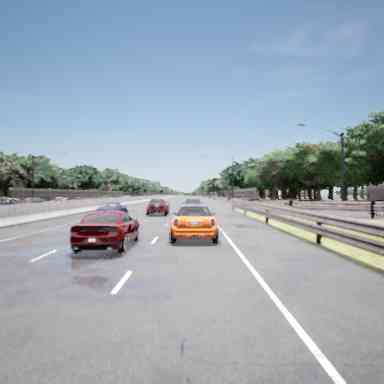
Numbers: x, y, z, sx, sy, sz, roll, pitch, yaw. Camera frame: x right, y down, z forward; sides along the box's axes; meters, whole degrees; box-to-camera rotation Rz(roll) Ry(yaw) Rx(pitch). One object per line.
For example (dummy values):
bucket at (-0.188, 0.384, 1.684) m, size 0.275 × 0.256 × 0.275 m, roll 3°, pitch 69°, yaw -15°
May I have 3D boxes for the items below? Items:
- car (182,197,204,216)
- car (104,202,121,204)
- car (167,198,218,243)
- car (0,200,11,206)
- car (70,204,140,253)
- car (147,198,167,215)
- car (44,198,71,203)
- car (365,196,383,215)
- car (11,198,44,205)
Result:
car at (0.104, 1.413, 34.369) m, size 2.097 × 1.767 × 4.553 m, roll 0°, pitch 0°, yaw 0°
car at (-6.897, 1.592, 28.926) m, size 2.033 × 1.411 × 5.357 m, roll 0°, pitch 0°, yaw 0°
car at (0.102, 1.370, 16.274) m, size 2.097 × 1.767 × 4.553 m, roll 0°, pitch 0°, yaw 0°
car at (-24.510, 1.697, 43.310) m, size 1.895 × 1.301 × 4.718 m, roll 0°, pitch 0°, yaw 0°
car at (-3.398, 1.492, 13.773) m, size 1.882 × 1.535 × 5.008 m, roll 0°, pitch 0°, yaw 0°
car at (-3.396, 1.413, 34.348) m, size 2.097 × 1.767 × 4.553 m, roll 0°, pitch 0°, yaw 0°
car at (-17.496, 1.607, 44.695) m, size 1.882 × 1.535 × 5.008 m, roll 0°, pitch 0°, yaw 0°
car at (18.730, 1.206, 30.574) m, size 2.150 × 2.045 × 5.566 m, roll 0°, pitch -2°, yaw -20°
car at (-21.007, 1.590, 43.637) m, size 2.128 × 1.511 × 4.902 m, roll 0°, pitch 0°, yaw 0°
